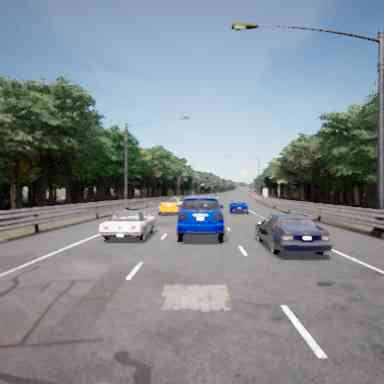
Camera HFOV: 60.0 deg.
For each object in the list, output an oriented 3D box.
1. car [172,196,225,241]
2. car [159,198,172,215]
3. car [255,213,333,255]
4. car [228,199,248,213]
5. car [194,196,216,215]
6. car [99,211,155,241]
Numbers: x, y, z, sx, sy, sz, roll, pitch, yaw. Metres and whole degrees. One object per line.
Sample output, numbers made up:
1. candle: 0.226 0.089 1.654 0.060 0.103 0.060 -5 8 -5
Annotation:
1. car: 0.452 1.224 16.779 2.150 2.045 5.566 0 0 2
2. car: -2.087 1.358 34.365 2.097 1.767 4.553 0 0 4
3. car: 3.833 1.552 13.361 2.033 1.411 5.357 0 0 2
4. car: 5.125 1.492 37.001 1.882 1.535 5.008 0 0 4
5. car: 1.449 1.362 34.760 2.097 1.767 4.553 0 0 4
6. car: -3.051 1.600 16.737 1.895 1.301 4.718 0 0 2
